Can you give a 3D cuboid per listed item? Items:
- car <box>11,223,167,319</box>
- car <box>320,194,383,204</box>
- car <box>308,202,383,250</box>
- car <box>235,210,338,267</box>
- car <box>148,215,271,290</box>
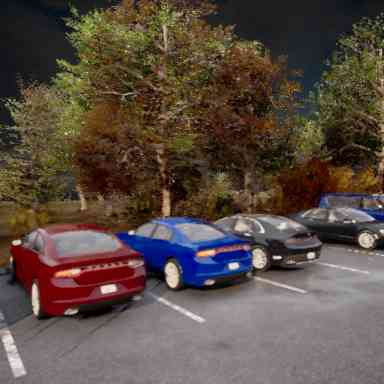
[{"bbox_3d":[-2.823,1.467,7.565,2.097,1.535,5.008,-1,0,-36],"label":"car"},{"bbox_3d":[8.581,1.116,15.672,2.435,2.045,5.566,-1,0,-36],"label":"car"},{"bbox_3d":[6.364,1.389,14.134,2.231,1.521,4.892,-1,0,-36],"label":"car"},{"bbox_3d":[1.775,1.430,10.844,2.231,1.521,4.892,-1,0,-36],"label":"car"},{"bbox_3d":[-0.524,1.448,9.204,2.097,1.535,5.008,0,0,-35],"label":"car"}]
